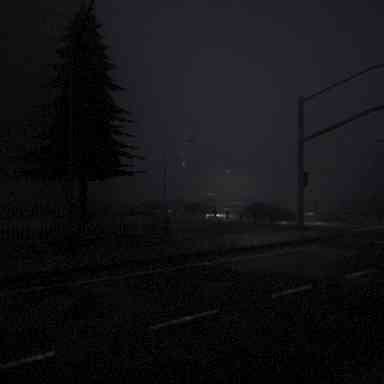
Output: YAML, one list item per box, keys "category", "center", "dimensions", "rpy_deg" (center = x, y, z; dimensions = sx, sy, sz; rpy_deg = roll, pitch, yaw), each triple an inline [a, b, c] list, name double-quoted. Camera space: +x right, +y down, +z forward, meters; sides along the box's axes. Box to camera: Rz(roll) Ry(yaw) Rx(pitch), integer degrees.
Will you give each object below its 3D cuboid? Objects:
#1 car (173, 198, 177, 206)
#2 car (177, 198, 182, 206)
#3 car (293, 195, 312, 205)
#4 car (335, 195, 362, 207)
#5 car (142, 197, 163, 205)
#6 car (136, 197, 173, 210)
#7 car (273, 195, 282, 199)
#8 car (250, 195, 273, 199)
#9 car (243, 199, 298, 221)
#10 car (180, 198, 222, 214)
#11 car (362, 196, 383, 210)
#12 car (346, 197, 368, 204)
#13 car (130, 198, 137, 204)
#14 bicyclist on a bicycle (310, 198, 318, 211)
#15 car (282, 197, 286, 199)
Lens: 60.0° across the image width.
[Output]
- category: "car"
  center: [-5.276, 1.691, 57.992]
  dimensions: [2.128, 1.511, 4.902]
  rpy_deg: [0, 0, -36]
- category: "car"
  center: [-2.683, 1.787, 60.302]
  dimensions: [1.994, 1.385, 4.181]
  rpy_deg: [0, 0, -35]
- category: "car"
  center: [20.356, 1.750, 61.946]
  dimensions: [1.970, 1.475, 3.806]
  rpy_deg: [0, 0, -36]
- category: "car"
  center: [34.052, 1.621, 71.845]
  dimensions: [1.932, 1.855, 4.605]
  rpy_deg: [0, 0, -36]
- category: "car"
  center: [-8.128, 1.770, 67.772]
  dimensions: [2.033, 1.411, 5.357]
  rpy_deg: [0, 0, -36]
- category: "car"
  center: [-5.191, 1.698, 45.566]
  dimensions: [2.033, 1.411, 5.357]
  rpy_deg: [0, 0, -36]
- category: "car"
  center: [18.623, 1.777, 79.269]
  dimensions: [1.784, 1.438, 3.905]
  rpy_deg: [0, 0, -36]
- category: "car"
  center: [16.267, 1.789, 77.586]
  dimensions: [1.970, 1.475, 3.806]
  rpy_deg: [0, 0, -36]
- category: "car"
  center: [6.722, 1.628, 29.007]
  dimensions: [1.882, 1.535, 5.008]
  rpy_deg: [0, 0, -36]
- category: "car"
  center: [0.924, 1.714, 37.063]
  dimensions: [1.994, 1.385, 4.181]
  rpy_deg: [0, 0, -36]
- category: "car"
  center: [25.926, 1.469, 44.524]
  dimensions: [1.932, 1.855, 4.605]
  rpy_deg: [0, 0, -36]
- category: "car"
  center: [36.444, 1.851, 73.476]
  dimensions: [1.784, 1.438, 3.905]
  rpy_deg: [0, 0, -36]
- category: "car"
  center: [-10.460, 1.764, 65.172]
  dimensions: [1.994, 1.385, 4.181]
  rpy_deg: [0, 0, -36]
- category: "bicyclist on a bicycle"
  center: [15.327, 1.550, 41.847]
  dimensions: [1.656, 1.620, 0.582]
  rpy_deg: [0, 0, -36]
- category: "car"
  center: [20.778, 1.584, 80.871]
  dimensions: [1.932, 1.855, 4.605]
  rpy_deg: [0, 0, -36]
